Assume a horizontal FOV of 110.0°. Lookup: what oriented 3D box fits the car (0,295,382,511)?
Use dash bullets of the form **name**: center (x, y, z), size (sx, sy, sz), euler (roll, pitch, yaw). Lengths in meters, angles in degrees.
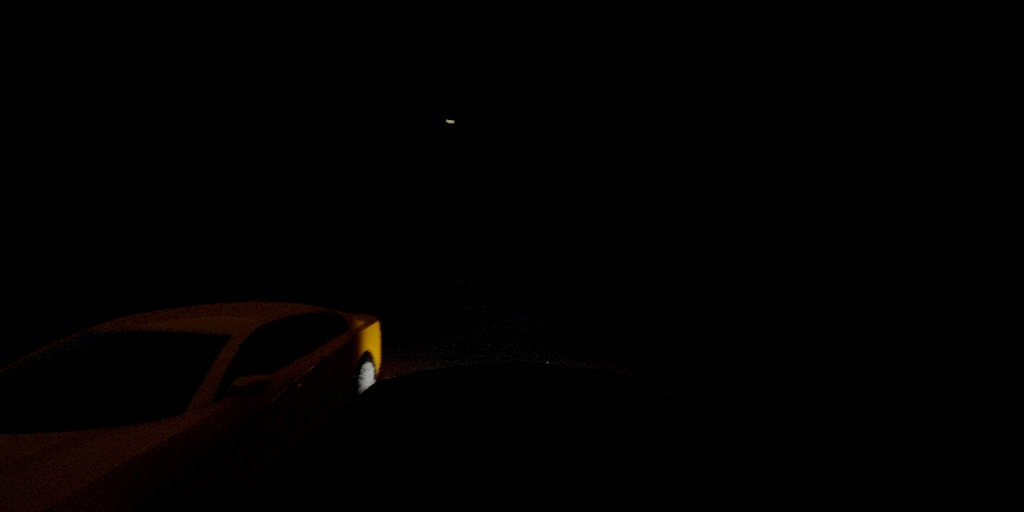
- **car**: center (-2.762, 1.201, 3.139), size (1.882, 1.535, 5.008), euler (1, 0, -1)
